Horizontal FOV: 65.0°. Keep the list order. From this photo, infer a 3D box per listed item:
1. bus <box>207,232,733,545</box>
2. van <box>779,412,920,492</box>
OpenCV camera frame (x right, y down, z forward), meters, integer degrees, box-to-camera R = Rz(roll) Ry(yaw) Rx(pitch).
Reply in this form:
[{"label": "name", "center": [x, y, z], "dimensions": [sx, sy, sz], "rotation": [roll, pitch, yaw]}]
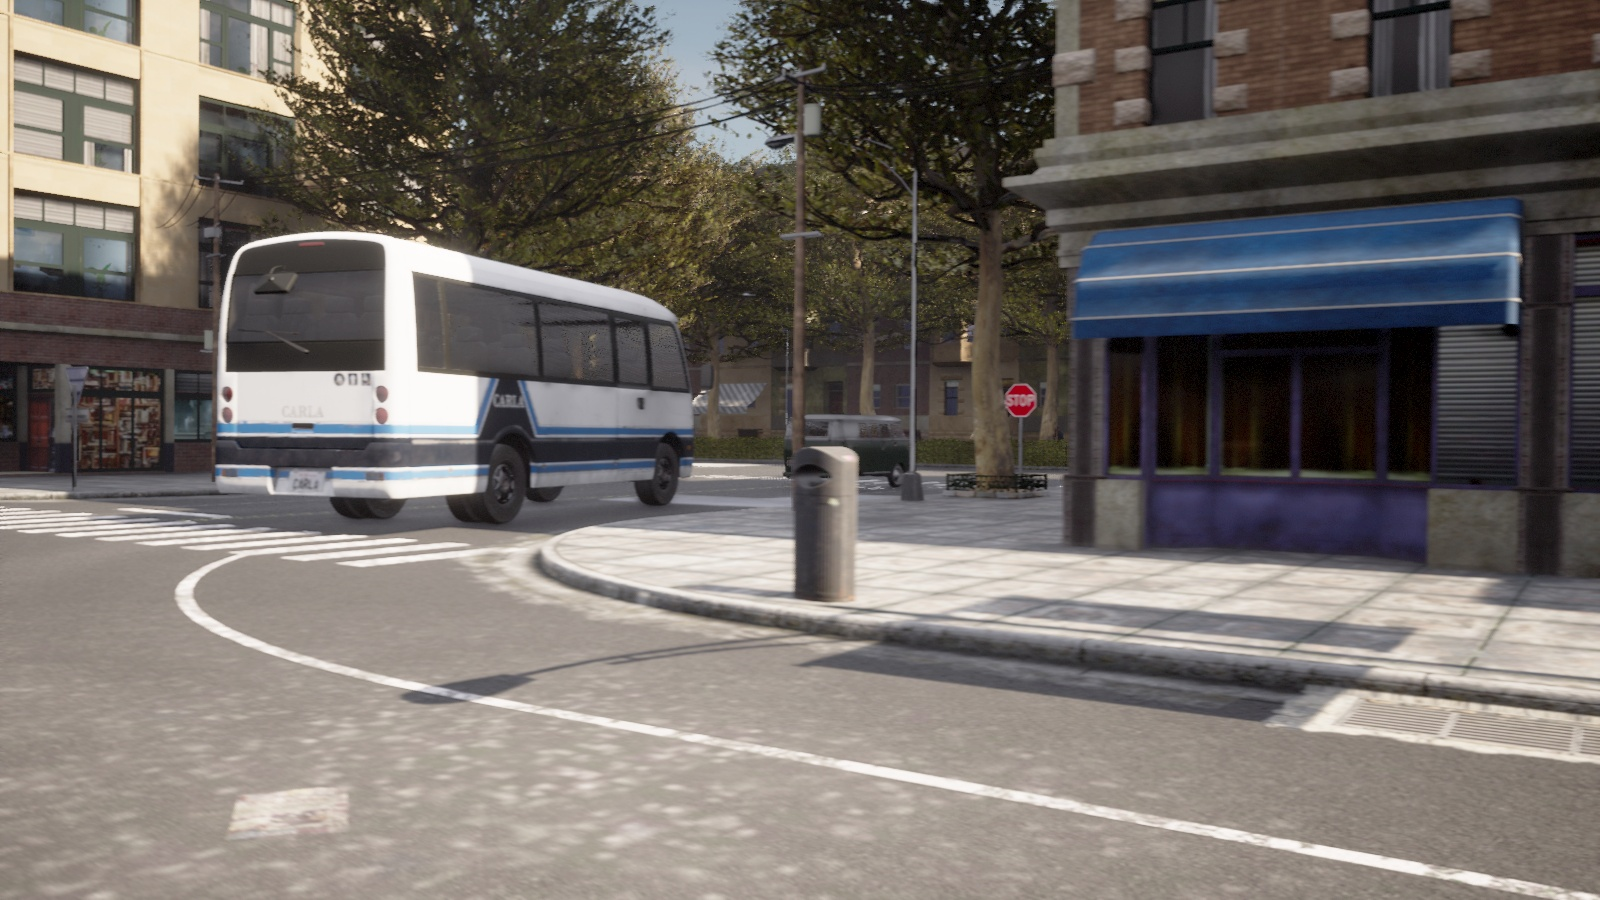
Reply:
[{"label": "bus", "center": [-5.045, -0.907, 22.539], "dimensions": [3.944, 4.253, 10.273], "rotation": [0, 1, 20]}, {"label": "van", "center": [1.405, 0.011, 33.761], "dimensions": [1.775, 1.987, 4.442], "rotation": [0, 1, 33]}]
